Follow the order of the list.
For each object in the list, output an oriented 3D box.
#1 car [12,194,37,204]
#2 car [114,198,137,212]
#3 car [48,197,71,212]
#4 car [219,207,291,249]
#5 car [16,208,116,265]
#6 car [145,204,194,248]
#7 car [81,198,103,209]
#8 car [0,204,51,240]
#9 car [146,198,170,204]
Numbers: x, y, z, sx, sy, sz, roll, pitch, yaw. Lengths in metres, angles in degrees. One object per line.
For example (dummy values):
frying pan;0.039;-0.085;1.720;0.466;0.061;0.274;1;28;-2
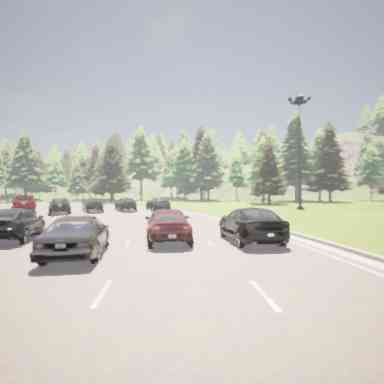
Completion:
car;-17.691;1.268;35.101;2.150;2.045;5.566;0;0;-26
car;-7.683;1.439;38.172;1.837;1.490;4.892;0;-1;-24
car;-13.737;1.364;34.444;2.097;1.767;4.553;-1;0;-23
car;2.492;1.399;14.352;1.882;1.535;5.008;0;0;-8
car;-4.037;1.544;11.722;2.033;1.411;5.357;-1;0;-9
car;-1.062;1.482;14.579;1.812;1.442;4.674;0;0;-8
car;-11.345;1.477;37.758;1.837;1.490;4.892;1;-1;-26
car;-8.315;1.528;15.627;1.837;1.490;4.892;0;-1;-10
car;-4.005;1.388;38.445;2.128;1.511;4.902;0;0;-24
